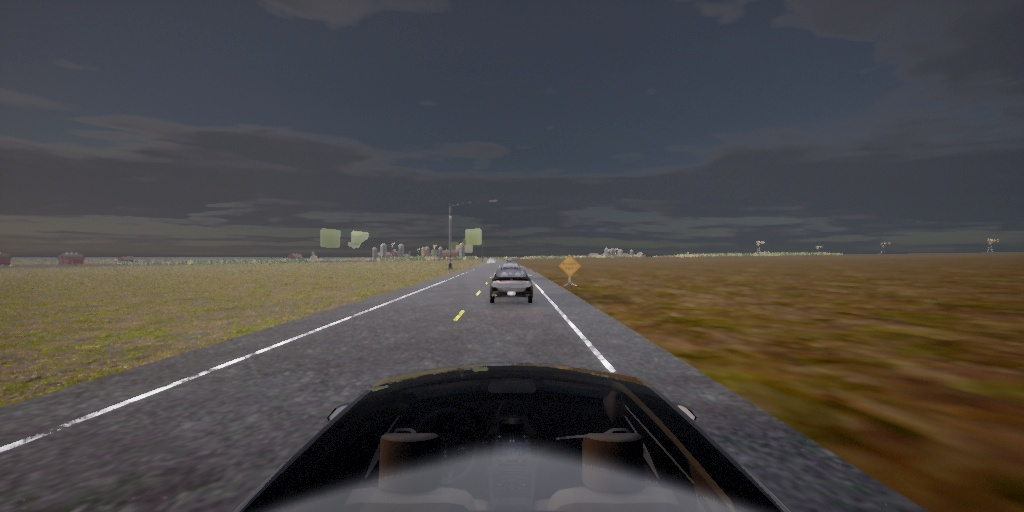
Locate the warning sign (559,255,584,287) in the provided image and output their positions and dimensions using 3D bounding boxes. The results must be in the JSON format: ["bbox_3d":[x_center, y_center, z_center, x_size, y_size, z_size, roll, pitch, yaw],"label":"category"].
[{"bbox_3d":[3.480,0.872,21.598,1.300,1.860,1.060,0,0,0],"label":"warning sign"}]

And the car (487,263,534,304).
[{"bbox_3d":[-0.039,1.250,16.509,2.128,1.511,4.902,0,0,0],"label":"car"}]

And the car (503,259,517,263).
[{"bbox_3d":[-0.157,1.250,31.518,1.882,1.535,5.008,0,0,-1],"label":"car"}]
